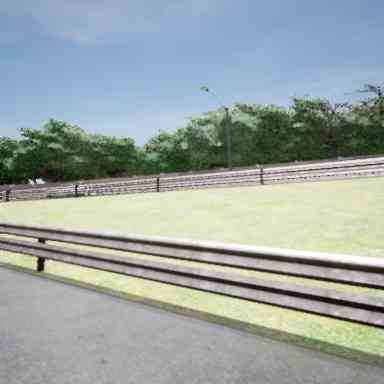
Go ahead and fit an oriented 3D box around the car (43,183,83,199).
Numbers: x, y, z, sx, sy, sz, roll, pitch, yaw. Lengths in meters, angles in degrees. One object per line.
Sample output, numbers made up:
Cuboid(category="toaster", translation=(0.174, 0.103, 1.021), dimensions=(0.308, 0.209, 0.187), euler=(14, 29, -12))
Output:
Cuboid(category="car", translation=(-17.231, -0.007, 44.546), dimensions=(5.566, 2.045, 2.150), euler=(-4, -2, 21))
